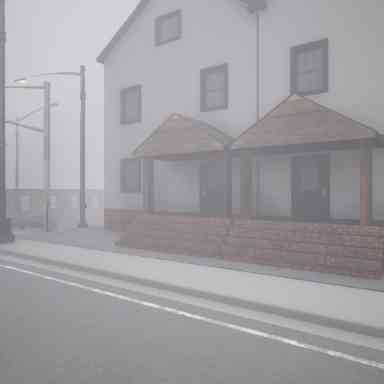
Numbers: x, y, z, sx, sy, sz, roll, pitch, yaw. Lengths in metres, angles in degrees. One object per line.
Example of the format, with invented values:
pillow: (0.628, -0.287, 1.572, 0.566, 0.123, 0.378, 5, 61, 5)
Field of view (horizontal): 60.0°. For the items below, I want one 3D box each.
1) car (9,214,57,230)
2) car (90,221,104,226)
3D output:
car: (-14.069, 2.655, 29.317, 1.994, 1.385, 4.181, 0, -9, 36)
car: (-8.969, 3.820, 36.408, 2.097, 1.767, 4.553, 0, -12, 35)
